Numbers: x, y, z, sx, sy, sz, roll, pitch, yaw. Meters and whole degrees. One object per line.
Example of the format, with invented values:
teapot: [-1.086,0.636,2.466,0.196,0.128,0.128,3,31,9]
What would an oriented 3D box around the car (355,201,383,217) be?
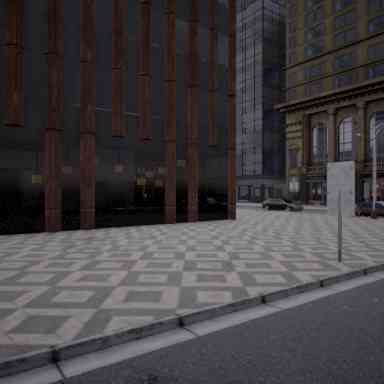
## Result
car: [15.669,1.506,28.105,2.033,1.411,5.357,0,0,-35]

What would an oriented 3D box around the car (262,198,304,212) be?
car: [9.839,1.434,36.301,1.837,1.490,4.892,0,0,-36]
